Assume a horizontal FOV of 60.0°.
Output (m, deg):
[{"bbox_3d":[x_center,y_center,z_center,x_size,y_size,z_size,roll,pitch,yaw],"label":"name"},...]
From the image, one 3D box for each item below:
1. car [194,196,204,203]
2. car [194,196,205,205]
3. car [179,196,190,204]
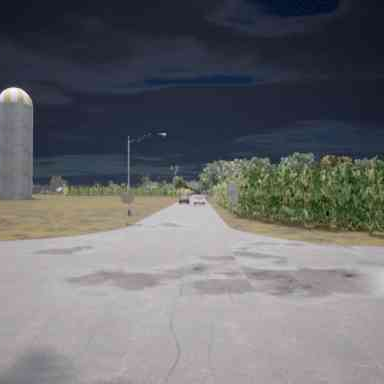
[{"bbox_3d":[1.445,1.507,67.715,2.033,1.411,5.357,0,0,1],"label":"car"},{"bbox_3d":[1.239,1.571,57.741,1.895,1.301,4.718,0,0,1],"label":"car"},{"bbox_3d":[-1.425,1.444,61.939,1.882,1.535,5.008,0,0,1],"label":"car"}]
